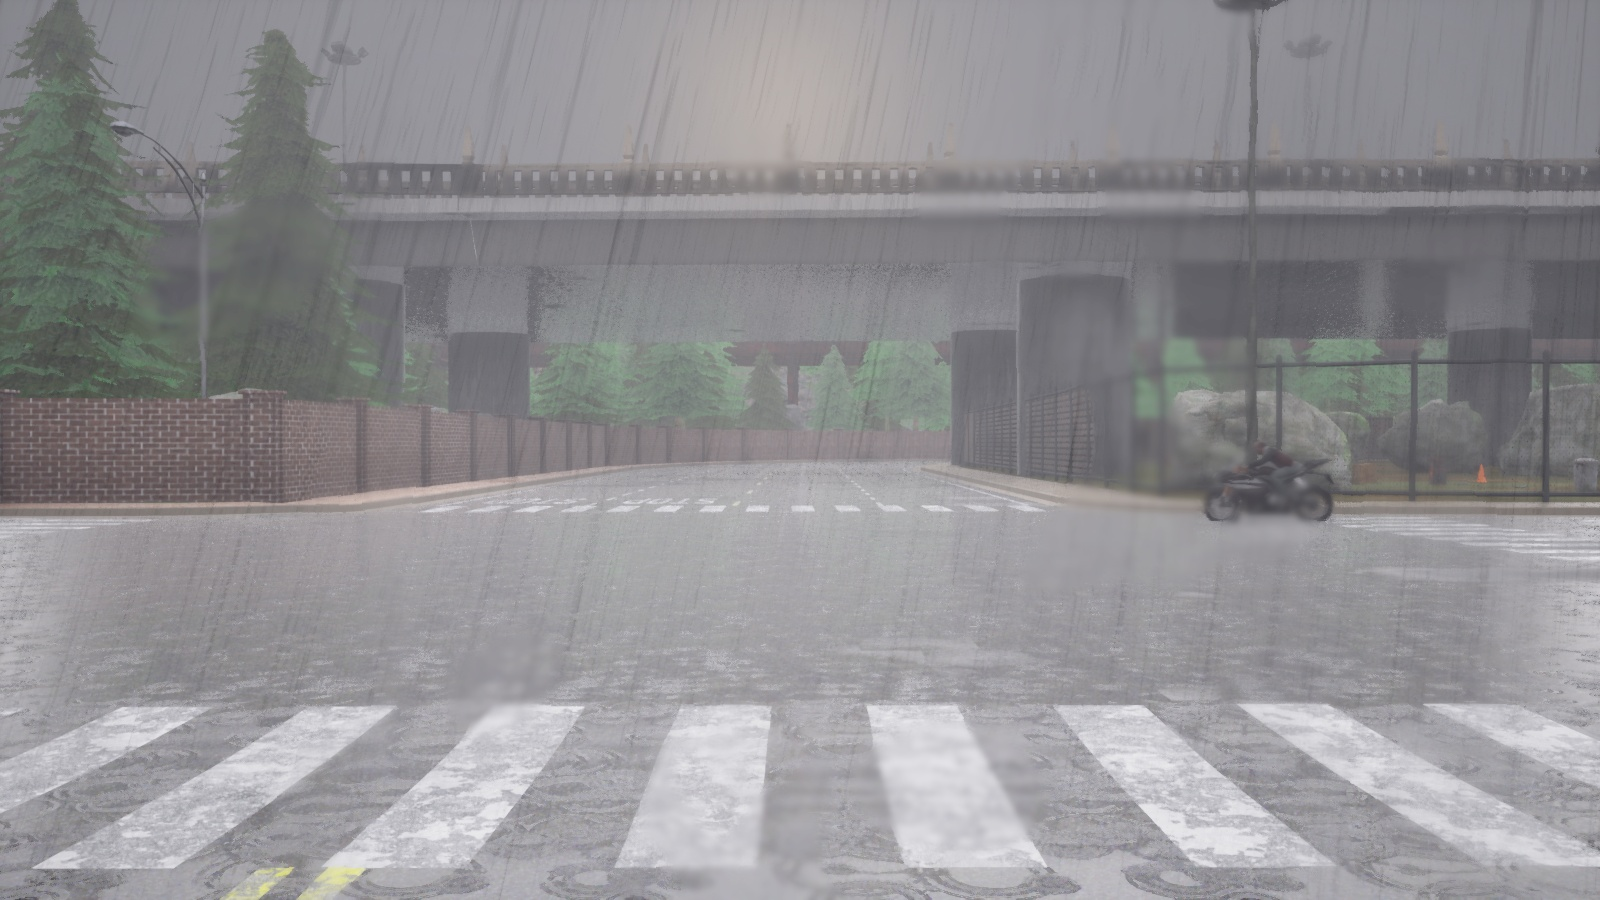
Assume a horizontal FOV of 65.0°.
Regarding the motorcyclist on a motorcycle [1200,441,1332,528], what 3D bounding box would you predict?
[{"bbox_3d":[8.479,0.627,22.929,2.191,1.530,0.866,-1,-1,19],"label":"motorcyclist on a motorcycle"}]
